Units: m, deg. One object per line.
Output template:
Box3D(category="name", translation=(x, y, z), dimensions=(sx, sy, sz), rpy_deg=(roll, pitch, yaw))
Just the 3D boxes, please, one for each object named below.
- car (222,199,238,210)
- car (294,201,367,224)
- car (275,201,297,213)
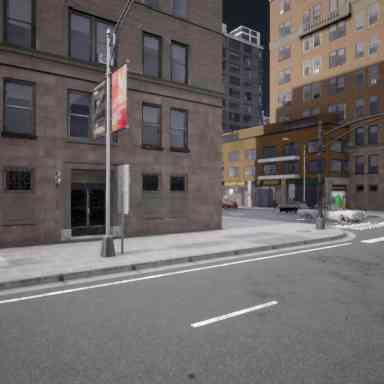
Box3D(category="car", translation=(4.182, 1.591, 43.311), dimensions=(1.802, 1.307, 4.206), rpy_deg=(0, 0, -35))
Box3D(category="car", translation=(10.433, 1.593, 24.982), dimensions=(1.895, 1.301, 4.718), rpy_deg=(0, 0, -35))
Box3D(category="car", translation=(10.549, 1.577, 34.312), dimensions=(1.947, 1.339, 4.313), rpy_deg=(0, 0, -35))
